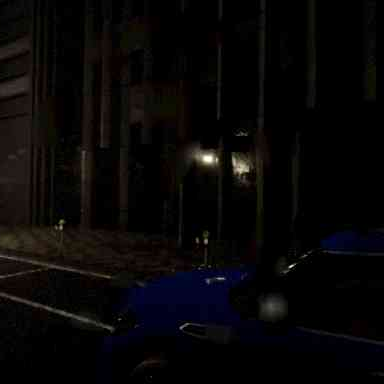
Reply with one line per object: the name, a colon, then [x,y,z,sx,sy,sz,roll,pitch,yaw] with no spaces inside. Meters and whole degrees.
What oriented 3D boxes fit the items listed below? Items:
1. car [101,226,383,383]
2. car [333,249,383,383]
car: [1.808,1.294,2.737,5.566,2.045,2.150,0,-1,31]
car: [4.149,1.660,3.682,4.507,1.381,1.887,0,-1,32]
